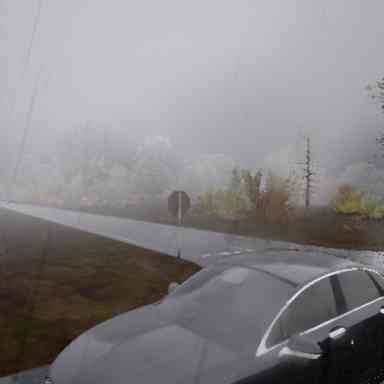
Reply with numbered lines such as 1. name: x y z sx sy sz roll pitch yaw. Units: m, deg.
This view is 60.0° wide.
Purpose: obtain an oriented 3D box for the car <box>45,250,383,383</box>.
1. car: 0.914 1.544 3.886 4.892 1.490 1.837 0 0 -35

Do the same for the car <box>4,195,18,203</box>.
1. car: -44.555 2.086 82.622 2.033 1.411 5.357 2 -1 -35
